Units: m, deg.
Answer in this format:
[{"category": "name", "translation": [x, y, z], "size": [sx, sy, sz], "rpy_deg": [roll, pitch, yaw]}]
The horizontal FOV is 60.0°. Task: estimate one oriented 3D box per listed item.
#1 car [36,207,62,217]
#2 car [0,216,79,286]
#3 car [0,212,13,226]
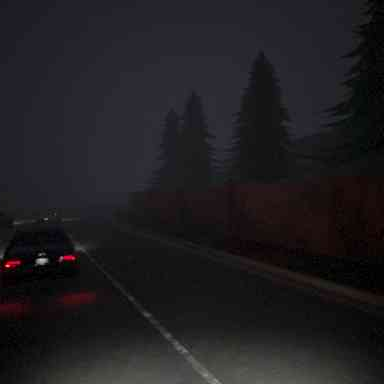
[{"category": "car", "translation": [-12.637, 2.018, 29.448], "size": [1.812, 1.442, 4.674], "rpy_deg": [-2, 0, -17]}, {"category": "car", "translation": [-4.628, 1.727, 10.174], "size": [2.033, 1.411, 5.357], "rpy_deg": [-2, 0, -25]}, {"category": "car", "translation": [-15.004, 2.159, 25.385], "size": [1.895, 1.301, 4.718], "rpy_deg": [-2, 0, -20]}]
